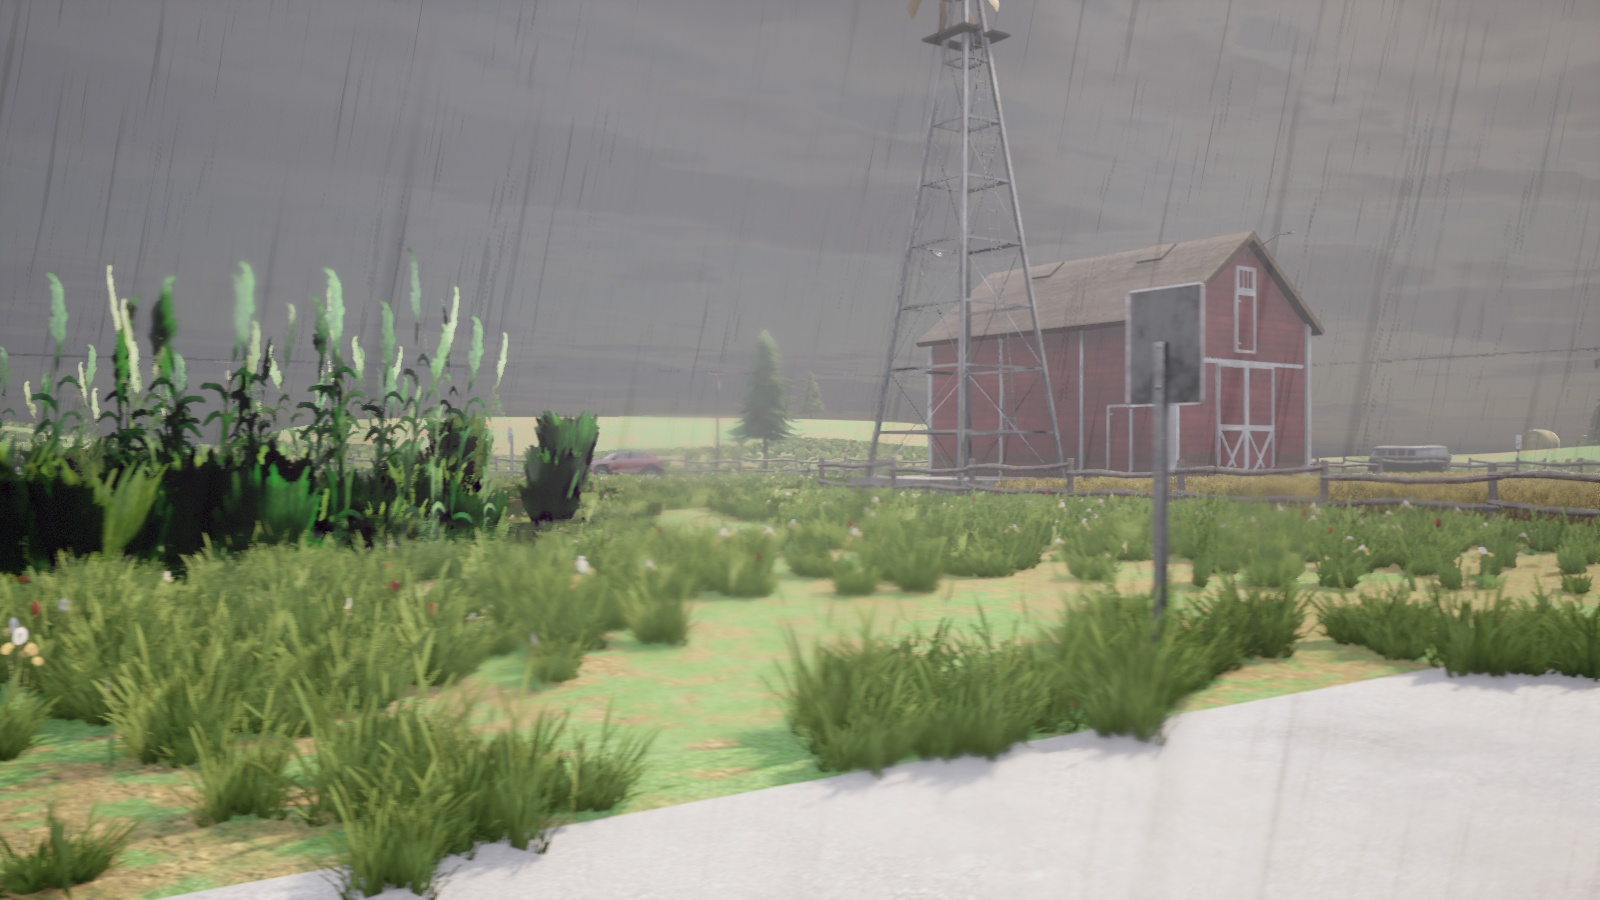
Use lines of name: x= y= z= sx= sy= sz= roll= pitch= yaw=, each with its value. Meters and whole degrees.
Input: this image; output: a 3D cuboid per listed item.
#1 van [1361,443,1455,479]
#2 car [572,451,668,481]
van: x=34.287 y=0.599 z=70.934 sx=1.775 sy=1.987 sz=4.442 roll=0 pitch=0 yaw=-35
car: x=-10.019 y=0.868 z=70.043 sx=4.856 sy=1.649 sz=2.033 roll=0 pitch=0 yaw=-29
